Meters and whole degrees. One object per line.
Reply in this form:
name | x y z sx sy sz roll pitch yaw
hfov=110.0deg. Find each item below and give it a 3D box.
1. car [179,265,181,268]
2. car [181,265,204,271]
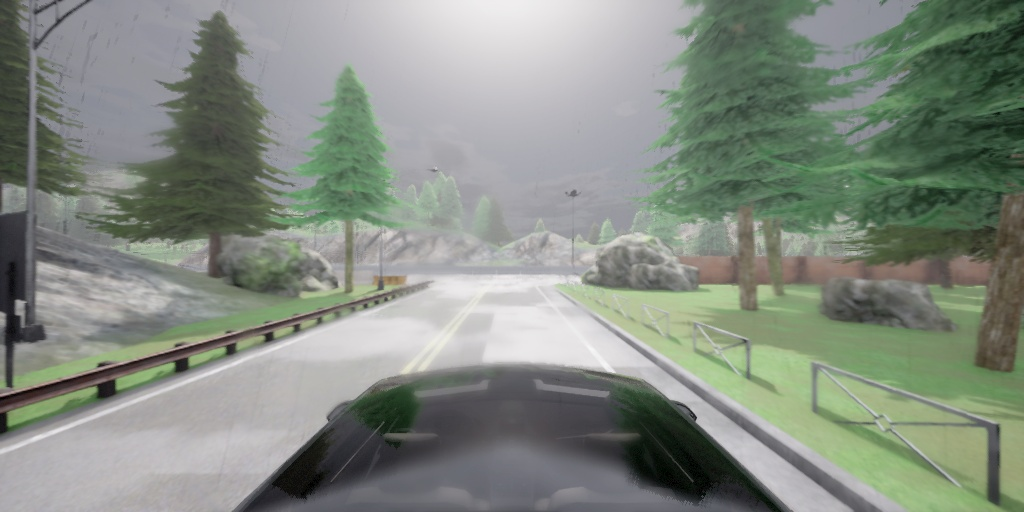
car | -42.099 1.862 41.805 4.718 1.301 1.895 0 0 0
car | -41.241 1.855 45.312 4.181 1.385 1.994 0 0 0
